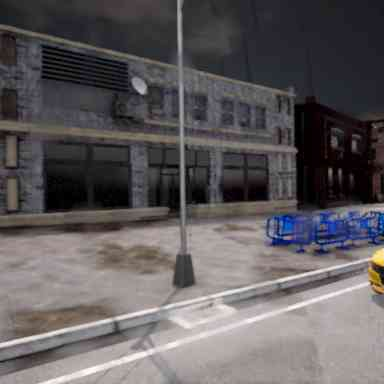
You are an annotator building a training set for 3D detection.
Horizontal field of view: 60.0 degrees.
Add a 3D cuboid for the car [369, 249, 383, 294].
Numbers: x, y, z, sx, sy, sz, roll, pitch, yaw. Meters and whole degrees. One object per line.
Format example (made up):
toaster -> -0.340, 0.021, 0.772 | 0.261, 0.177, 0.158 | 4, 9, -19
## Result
car -> 6.015, 1.482, 7.647 | 5.008, 1.535, 1.882 | 0, 0, -35
